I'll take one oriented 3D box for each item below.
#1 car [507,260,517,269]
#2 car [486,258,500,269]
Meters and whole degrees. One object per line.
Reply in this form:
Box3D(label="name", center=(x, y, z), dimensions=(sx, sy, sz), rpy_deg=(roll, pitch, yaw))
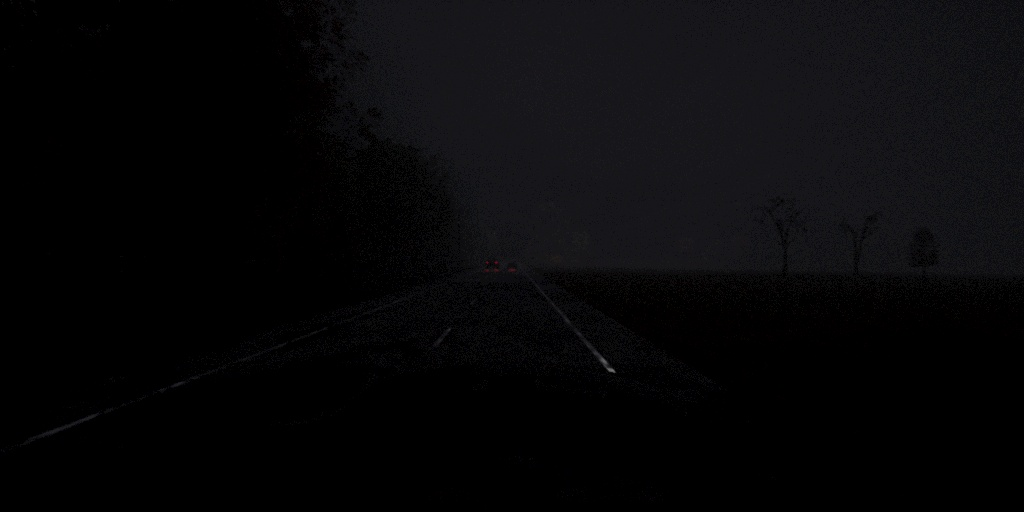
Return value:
Box3D(label="car", center=(0.033, 1.584, 64.610), dimensions=(1.837, 1.490, 4.892), rpy_deg=(0, 0, 0))
Box3D(label="car", center=(-3.467, 1.306, 64.643), dimensions=(2.150, 2.045, 5.566), rpy_deg=(0, 0, 0))
